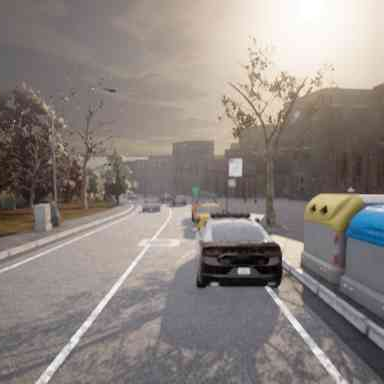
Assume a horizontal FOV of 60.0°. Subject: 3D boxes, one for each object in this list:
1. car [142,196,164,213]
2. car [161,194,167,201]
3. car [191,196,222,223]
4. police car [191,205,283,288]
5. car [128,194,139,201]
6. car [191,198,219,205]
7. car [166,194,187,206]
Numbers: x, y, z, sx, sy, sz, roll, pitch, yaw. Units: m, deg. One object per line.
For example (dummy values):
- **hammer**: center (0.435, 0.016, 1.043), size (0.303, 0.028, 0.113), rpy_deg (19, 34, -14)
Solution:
- **car**: center (-4.156, 1.411, 34.663), size (1.895, 1.301, 4.718), rpy_deg (0, 0, -5)
- **car**: center (-4.807, 1.144, 60.391), size (1.837, 1.490, 4.892), rpy_deg (-2, 1, -16)
- **car**: center (1.008, 1.199, 25.199), size (2.097, 1.767, 4.553), rpy_deg (0, 0, -1)
- **police car**: center (1.038, 1.370, 9.240), size (1.930, 1.638, 5.238), rpy_deg (0, 0, 0)
- **car**: center (-13.118, 1.182, 74.679), size (1.837, 1.490, 4.892), rpy_deg (-2, 1, -20)
- **car**: center (1.024, 1.341, 19.366), size (1.801, 1.575, 5.366), rpy_deg (0, 0, 0)
- **car**: center (-1.955, 1.196, 46.903), size (2.128, 1.511, 4.902), rpy_deg (-1, 0, -10)
